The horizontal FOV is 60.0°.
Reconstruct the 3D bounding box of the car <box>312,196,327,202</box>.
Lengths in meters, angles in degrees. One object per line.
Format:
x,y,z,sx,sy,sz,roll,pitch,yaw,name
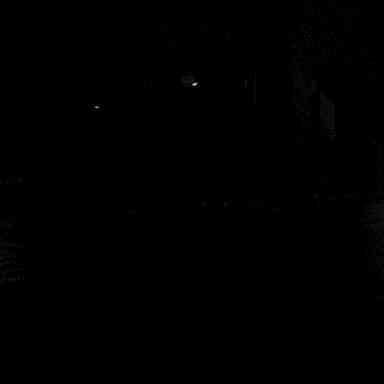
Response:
26.325,1.417,68.766,1.947,1.339,4.313,0,0,35,car

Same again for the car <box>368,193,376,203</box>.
33.322,1.099,63.898,2.192,1.841,5.009,0,0,35,car

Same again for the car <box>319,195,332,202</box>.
29.539,1.426,73.398,1.802,1.307,4.206,0,0,35,car

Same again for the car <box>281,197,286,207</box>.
13.464,1.455,50.232,1.947,1.339,4.313,0,0,35,car

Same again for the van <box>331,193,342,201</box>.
35.967,1.185,82.666,1.690,1.788,3.998,-1,0,35,van

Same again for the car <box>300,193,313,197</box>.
19.894,1.415,59.499,1.887,1.381,4.507,0,0,35,car

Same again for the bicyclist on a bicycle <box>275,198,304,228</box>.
5.340,1.177,18.373,1.656,1.620,0.582,-1,0,35,bicyclist on a bicycle

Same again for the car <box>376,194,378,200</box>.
36.634,1.302,68.669,1.752,1.417,4.829,-1,0,35,car

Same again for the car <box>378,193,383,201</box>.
42.966,1.358,77.795,1.802,1.307,4.206,-1,0,35,car

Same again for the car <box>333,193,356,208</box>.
20.463,1.136,45.367,2.192,1.841,5.009,0,0,35,car

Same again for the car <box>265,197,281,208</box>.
10.152,1.425,45.458,1.752,1.417,4.829,0,0,35,car

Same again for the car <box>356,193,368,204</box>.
26.892,1.117,54.632,2.192,1.841,5.009,0,0,35,car

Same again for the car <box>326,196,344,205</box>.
23.262,1.353,53.908,1.812,1.442,4.674,-1,0,35,car

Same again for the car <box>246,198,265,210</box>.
7.035,1.494,40.965,1.802,1.307,4.206,0,0,35,car

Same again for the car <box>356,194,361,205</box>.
23.679,1.377,49.999,1.947,1.339,4.313,0,0,35,car

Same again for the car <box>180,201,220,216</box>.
0.605,1.524,31.699,1.802,1.307,4.206,0,0,35,car

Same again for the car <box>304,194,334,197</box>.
17.399,1.336,45.456,2.128,1.511,4.902,-1,0,35,car

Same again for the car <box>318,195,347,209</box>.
17.249,1.377,40.734,1.887,1.381,4.507,0,0,35,car

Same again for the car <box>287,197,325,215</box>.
10.821,1.424,31.468,1.947,1.339,4.313,0,0,35,car

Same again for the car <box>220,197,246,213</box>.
3.818,1.366,36.332,1.967,1.590,4.097,0,0,35,car
